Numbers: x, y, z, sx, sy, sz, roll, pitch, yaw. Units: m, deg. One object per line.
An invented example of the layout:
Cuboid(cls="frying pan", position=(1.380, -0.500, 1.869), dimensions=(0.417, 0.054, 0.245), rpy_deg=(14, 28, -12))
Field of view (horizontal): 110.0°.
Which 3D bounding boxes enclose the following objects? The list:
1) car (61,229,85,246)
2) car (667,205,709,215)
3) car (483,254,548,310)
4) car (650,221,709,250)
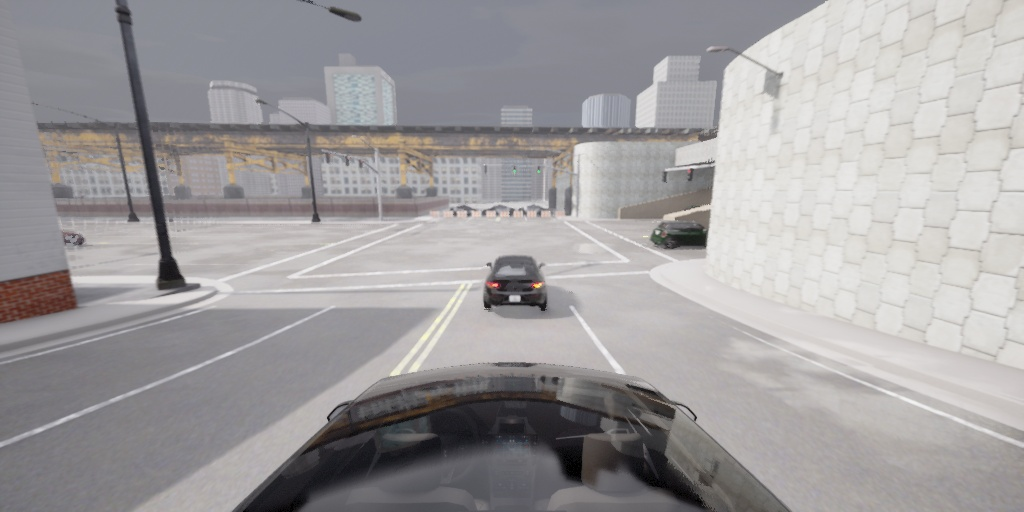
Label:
Cuboid(cls="car", position=(-30.261, -1.243, 22.813), dimensions=(4.674, 1.442, 1.812), rpy_deg=(0, 10, 0))
Cuboid(cls="car", position=(18.835, -4.190, 37.085), dimensions=(5.566, 2.045, 2.150), rpy_deg=(0, 10, -1))
Cuboid(cls="car", position=(0.123, 0.667, 11.578), dimensions=(1.812, 1.442, 4.674), rpy_deg=(0, 7, 1))
Cuboid(cls="car", position=(11.409, -1.458, 23.038), dimensions=(4.553, 1.767, 2.097), rpy_deg=(-1, 11, -3))
